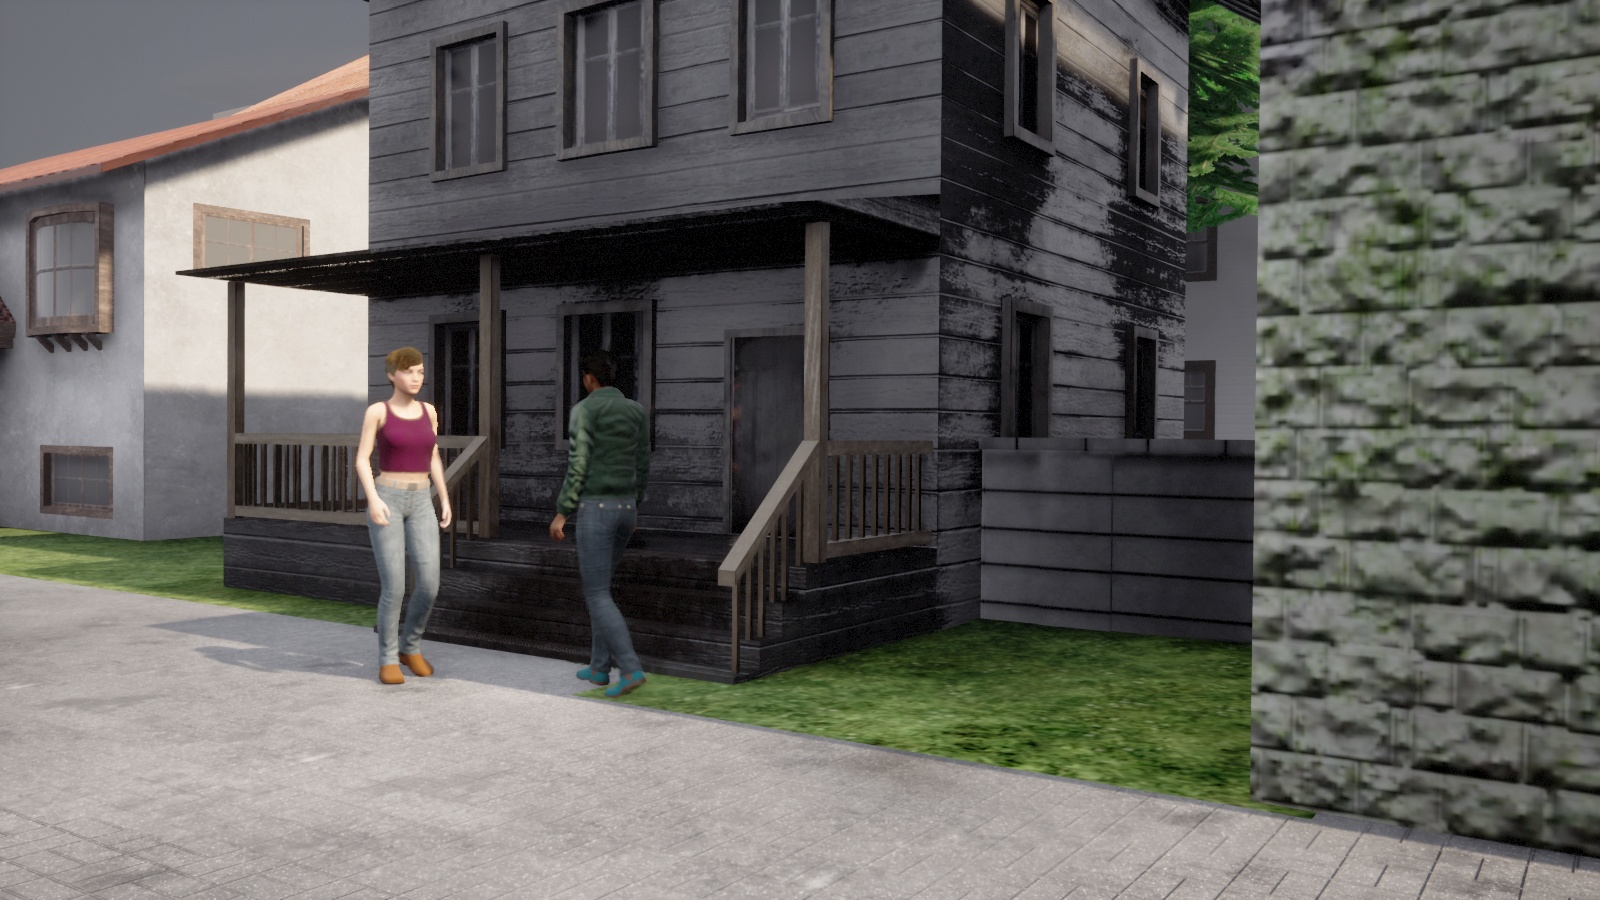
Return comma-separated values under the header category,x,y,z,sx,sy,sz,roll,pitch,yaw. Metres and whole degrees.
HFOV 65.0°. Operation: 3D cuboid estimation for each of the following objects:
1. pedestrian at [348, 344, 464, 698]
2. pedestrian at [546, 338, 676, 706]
category,x,y,z,sx,sy,sz,roll,pitch,yaw
pedestrian,-2.149,0.367,6.842,0.345,1.836,0.594,-1,1,-44
pedestrian,-1.005,0.359,6.638,0.614,1.847,0.353,0,1,43
